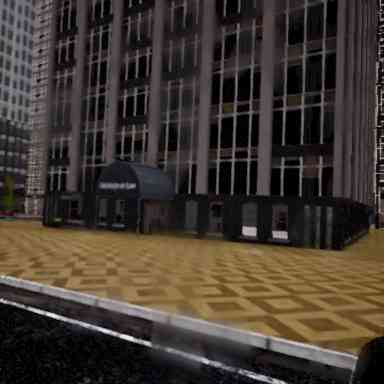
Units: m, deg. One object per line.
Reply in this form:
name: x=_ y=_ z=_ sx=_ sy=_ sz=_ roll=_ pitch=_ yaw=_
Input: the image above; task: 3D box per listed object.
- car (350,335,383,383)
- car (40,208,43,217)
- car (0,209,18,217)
car: x=3.774 y=1.755 z=2.301 sx=4.892 sy=1.490 sz=1.837 roll=0 pitch=-3 yaw=31
car: x=-26.865 y=4.145 z=65.022 sx=2.150 sy=2.045 sz=5.566 roll=1 pitch=-3 yaw=30
car: x=-34.985 y=3.878 z=62.436 sx=1.967 sy=1.590 sz=4.097 roll=0 pitch=-4 yaw=30
